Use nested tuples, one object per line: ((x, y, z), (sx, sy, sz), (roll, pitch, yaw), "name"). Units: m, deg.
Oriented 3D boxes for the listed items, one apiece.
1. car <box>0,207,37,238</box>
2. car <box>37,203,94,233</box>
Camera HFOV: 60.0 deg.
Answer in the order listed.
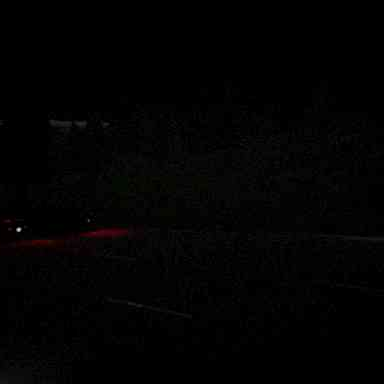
((-10.100, 1.454, 15.674), (4.892, 1.490, 1.837), (0, 0, 17), "car")
((-7.971, 1.403, 18.807), (5.008, 1.535, 1.882), (0, 0, 18), "car")
